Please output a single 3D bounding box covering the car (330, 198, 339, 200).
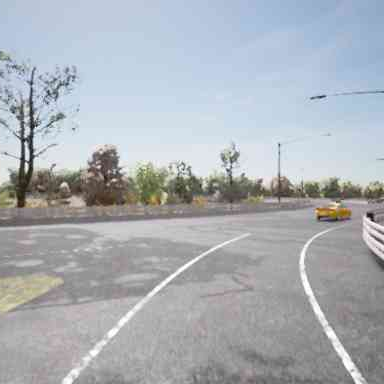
[{"bbox_3d":[30.999,2.049,72.479,2.097,1.767,4.553,0,-1,18],"label":"car"}]

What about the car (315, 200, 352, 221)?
[{"bbox_3d":[13.318,1.778,31.131,1.882,1.535,5.008,0,-1,44],"label":"car"}]
